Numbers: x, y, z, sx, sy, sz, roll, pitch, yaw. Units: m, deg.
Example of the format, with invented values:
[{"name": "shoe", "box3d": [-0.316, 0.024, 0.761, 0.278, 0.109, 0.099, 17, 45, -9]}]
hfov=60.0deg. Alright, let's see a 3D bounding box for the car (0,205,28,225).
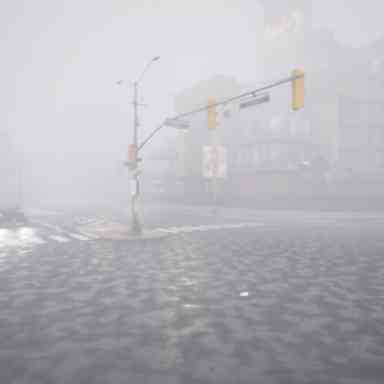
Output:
[{"name": "car", "box3d": [-13.215, 1.613, 24.104, 1.895, 1.301, 4.718, 0, 0, -36]}]
